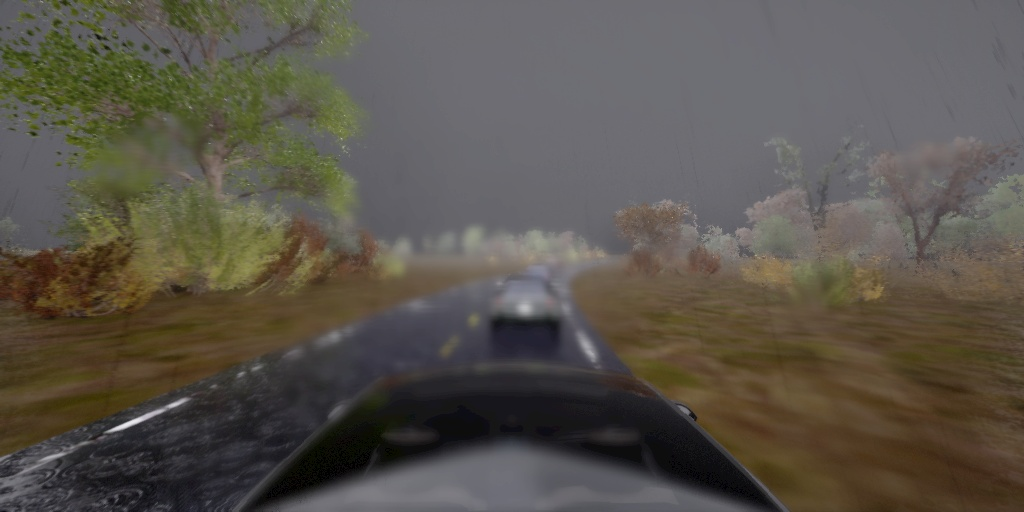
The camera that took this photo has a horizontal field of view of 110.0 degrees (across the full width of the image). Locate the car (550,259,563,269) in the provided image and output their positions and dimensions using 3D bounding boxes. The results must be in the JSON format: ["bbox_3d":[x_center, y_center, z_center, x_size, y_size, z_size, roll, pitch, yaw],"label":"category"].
[{"bbox_3d":[6.245,1.149,52.959,1.882,1.535,5.008,0,0,19],"label":"car"}]

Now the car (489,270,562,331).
[{"bbox_3d":[0.480,1.292,11.008,1.994,1.385,4.181,0,0,5],"label":"car"}]

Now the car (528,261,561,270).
[{"bbox_3d":[1.935,1.253,23.983,2.033,1.411,5.357,0,0,10],"label":"car"}]
